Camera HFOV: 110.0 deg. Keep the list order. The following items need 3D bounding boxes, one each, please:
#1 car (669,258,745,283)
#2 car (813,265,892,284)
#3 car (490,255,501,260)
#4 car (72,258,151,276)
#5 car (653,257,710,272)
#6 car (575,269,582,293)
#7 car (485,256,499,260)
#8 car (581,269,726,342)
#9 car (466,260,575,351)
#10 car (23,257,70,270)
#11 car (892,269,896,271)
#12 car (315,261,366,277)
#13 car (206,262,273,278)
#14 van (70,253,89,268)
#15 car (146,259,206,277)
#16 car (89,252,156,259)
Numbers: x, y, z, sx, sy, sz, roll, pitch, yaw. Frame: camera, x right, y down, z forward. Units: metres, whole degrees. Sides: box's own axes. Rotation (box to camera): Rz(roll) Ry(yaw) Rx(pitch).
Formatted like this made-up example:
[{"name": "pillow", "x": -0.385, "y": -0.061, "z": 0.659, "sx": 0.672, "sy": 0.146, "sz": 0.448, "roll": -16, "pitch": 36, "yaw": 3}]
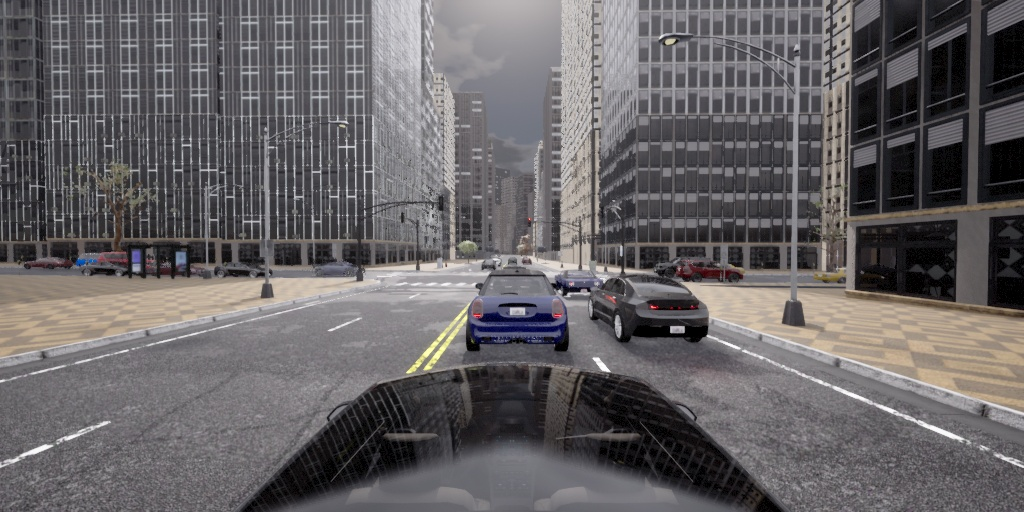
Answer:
[{"name": "car", "x": 16.241, "y": 1.269, "z": 29.707, "sx": 5.009, "sy": 1.841, "sz": 2.192, "roll": 0, "pitch": 0, "yaw": 1}, {"name": "car", "x": 27.689, "y": 1.579, "z": 29.491, "sx": 4.829, "sy": 1.417, "sz": 1.751, "roll": 0, "pitch": 0, "yaw": 1}, {"name": "car", "x": -3.206, "y": 0.922, "z": 63.772, "sx": 2.150, "sy": 2.045, "sz": 5.566, "roll": 0, "pitch": 0, "yaw": 1}, {"name": "car", "x": -34.047, "y": 1.069, "z": 30.628, "sx": 4.313, "sy": 1.339, "sz": 1.948, "roll": 0, "pitch": 0, "yaw": 1}, {"name": "car", "x": 16.986, "y": 1.089, "z": 35.467, "sx": 5.566, "sy": 2.045, "sz": 2.150, "roll": 1, "pitch": 1, "yaw": 1}, {"name": "car", "x": 3.380, "y": 1.341, "z": 19.027, "sx": 1.895, "sy": 1.301, "sz": 4.718, "roll": 0, "pitch": 0, "yaw": 0}, {"name": "car", "x": -3.260, "y": 1.192, "z": 50.645, "sx": 1.882, "sy": 1.535, "sz": 5.008, "roll": 0, "pitch": 0, "yaw": 0}, {"name": "car", "x": 3.363, "y": 1.251, "z": 9.717, "sx": 1.837, "sy": 1.490, "sz": 4.892, "roll": 0, "pitch": 0, "yaw": 0}, {"name": "car", "x": 0.112, "y": 1.098, "z": 9.111, "sx": 2.097, "sy": 1.767, "sz": 4.553, "roll": 0, "pitch": 0, "yaw": 0}, {"name": "car", "x": -50.905, "y": 0.793, "z": 39.433, "sx": 4.207, "sy": 1.307, "sz": 1.802, "roll": 0, "pitch": 0, "yaw": 1}, {"name": "car", "x": 33.159, "y": 1.684, "z": 29.387, "sx": 4.207, "sy": 1.307, "sz": 1.802, "roll": 0, "pitch": 0, "yaw": 1}, {"name": "car", "x": -15.695, "y": 1.190, "z": 32.952, "sx": 4.181, "sy": 1.385, "sz": 1.994, "roll": 0, "pitch": 1, "yaw": -1}, {"name": "car", "x": -22.683, "y": 1.174, "z": 30.302, "sx": 4.313, "sy": 1.339, "sz": 1.948, "roll": 0, "pitch": 0, "yaw": 1}, {"name": "van", "x": -45.223, "y": 0.605, "z": 39.308, "sx": 3.998, "sy": 1.789, "sz": 1.690, "roll": 0, "pitch": 0, "yaw": 1}, {"name": "car", "x": -28.367, "y": 1.138, "z": 30.445, "sx": 4.207, "sy": 1.307, "sz": 1.802, "roll": 0, "pitch": 0, "yaw": 1}, {"name": "car", "x": -35.072, "y": 0.672, "z": 33.279, "sx": 5.566, "sy": 2.045, "sz": 2.150, "roll": 1, "pitch": 1, "yaw": 1}]
